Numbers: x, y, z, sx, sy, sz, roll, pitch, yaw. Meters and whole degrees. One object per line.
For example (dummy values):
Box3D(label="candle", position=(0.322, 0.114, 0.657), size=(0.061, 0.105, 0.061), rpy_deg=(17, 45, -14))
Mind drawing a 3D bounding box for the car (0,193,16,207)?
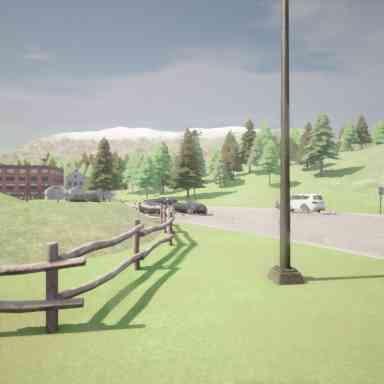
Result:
Box3D(label="car", position=(-29.760, 1.223, 50.611), size=(5.566, 2.045, 2.150), rpy_deg=(0, 0, 3))

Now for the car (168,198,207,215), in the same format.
Box3D(label="car", position=(-0.419, 1.564, 33.496), size=(1.994, 1.385, 4.181), rpy_deg=(0, 0, -43))

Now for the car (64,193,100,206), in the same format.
Box3D(label="car", position=(-17.209, 1.223, 52.139), size=(5.566, 2.045, 2.150), rpy_deg=(0, 0, 18))

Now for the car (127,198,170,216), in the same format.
Box3D(label="car", position=(-4.590, 1.564, 32.796), size=(4.181, 1.385, 1.994), rpy_deg=(0, 0, 44))

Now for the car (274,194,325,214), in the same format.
Box3D(label="car", position=(11.465, 1.222, 35.616), size=(2.150, 2.045, 5.566), rpy_deg=(0, 0, -34))
